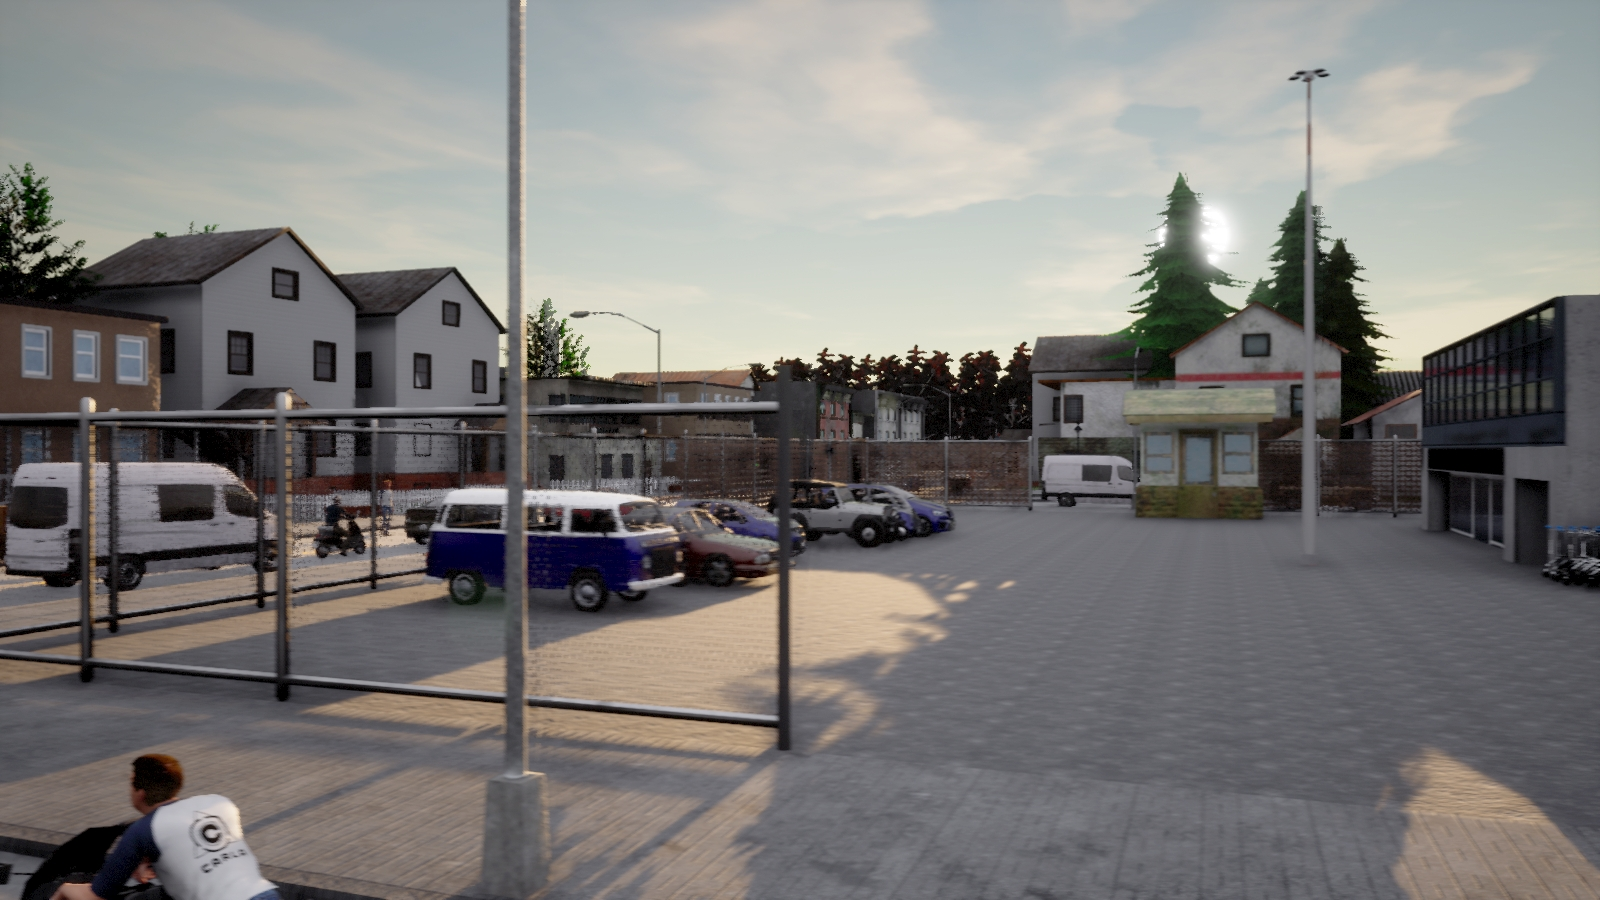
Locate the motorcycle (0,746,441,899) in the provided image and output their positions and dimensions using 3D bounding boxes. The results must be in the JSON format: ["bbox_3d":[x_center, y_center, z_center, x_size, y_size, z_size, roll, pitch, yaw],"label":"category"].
[{"bbox_3d":[-2.611,1.992,4.801,2.033,1.145,0.803,-1,0,20],"label":"motorcycle"}]

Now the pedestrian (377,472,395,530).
[{"bbox_3d":[-13.339,1.628,36.805,0.375,1.860,0.375,0,0,29],"label":"pedestrian"}]

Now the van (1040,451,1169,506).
[{"bbox_3d":[14.770,1.314,55.415,5.915,2.561,1.988,0,0,20],"label":"van"}]

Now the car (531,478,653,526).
[{"bbox_3d":[-7.484,1.842,41.658,2.231,1.480,4.892,0,0,20],"label":"car"}]

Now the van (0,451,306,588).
[{"bbox_3d":[-13.652,1.314,24.654,1.988,2.561,5.915,0,0,20],"label":"van"}]

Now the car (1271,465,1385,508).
[{"bbox_3d":[24.055,1.644,52.196,4.605,1.855,1.932,0,0,21],"label":"car"}]

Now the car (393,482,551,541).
[{"bbox_3d":[-9.906,1.814,34.981,2.097,1.535,5.006,0,0,20],"label":"car"}]
